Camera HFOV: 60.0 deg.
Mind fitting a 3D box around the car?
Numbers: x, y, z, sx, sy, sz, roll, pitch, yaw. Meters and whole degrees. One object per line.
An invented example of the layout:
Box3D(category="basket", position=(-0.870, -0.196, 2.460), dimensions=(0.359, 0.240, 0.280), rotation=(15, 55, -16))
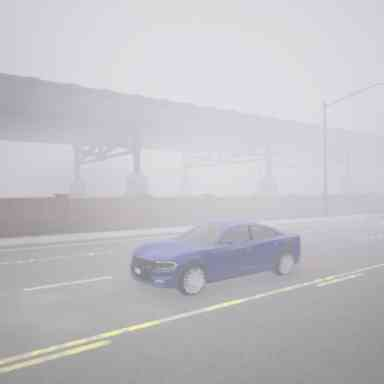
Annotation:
Box3D(category="car", position=(0.823, 1.498, 8.876), dimensions=(5.008, 1.535, 1.882), rotation=(0, 0, -35))
